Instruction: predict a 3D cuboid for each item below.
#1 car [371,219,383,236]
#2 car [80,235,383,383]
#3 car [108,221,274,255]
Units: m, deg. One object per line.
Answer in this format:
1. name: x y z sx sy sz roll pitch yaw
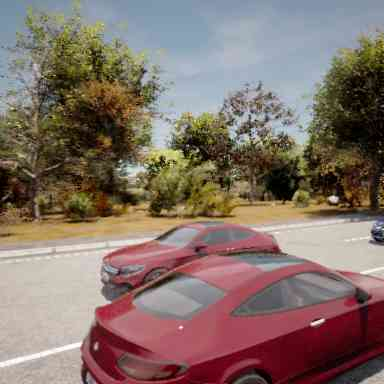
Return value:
1. car: 9.327 1.245 13.465 4.674 1.442 1.812 -2 1 -28
2. car: 1.022 1.496 4.248 4.674 1.442 1.812 -1 0 -34
3. car: 0.171 1.471 8.121 4.674 1.442 1.812 -1 0 -33
